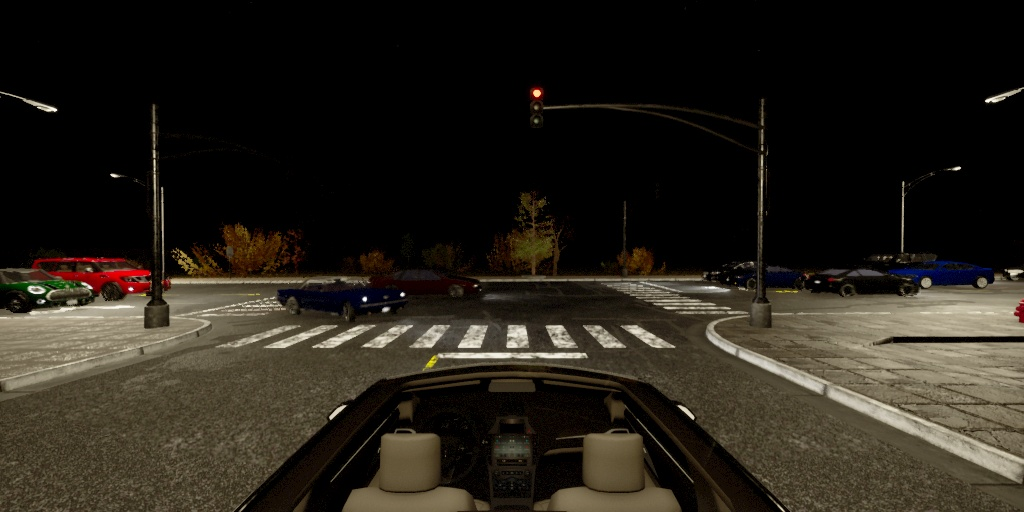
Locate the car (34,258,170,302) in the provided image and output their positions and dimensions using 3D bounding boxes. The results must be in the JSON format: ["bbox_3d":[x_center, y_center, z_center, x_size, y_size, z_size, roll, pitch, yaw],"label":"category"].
[{"bbox_3d":[-20.244,1.112,17.605,5.566,2.045,2.150,0,1,0],"label":"car"}]

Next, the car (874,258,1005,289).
[{"bbox_3d":[24.483,1.040,20.693,5.008,1.535,1.882,0,1,0],"label":"car"}]

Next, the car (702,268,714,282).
[{"bbox_3d":[15.379,1.068,24.017,4.902,1.511,2.128,0,1,0],"label":"car"}]

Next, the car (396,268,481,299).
[{"bbox_3d":[-4.222,1.285,17.495,5.357,1.411,2.033,0,0,1],"label":"car"}]

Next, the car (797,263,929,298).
[{"bbox_3d":[16.761,1.217,17.306,4.181,1.385,1.994,0,1,0],"label":"car"}]

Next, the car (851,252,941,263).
[{"bbox_3d":[25.405,0.737,23.932,5.566,2.045,2.150,0,1,1],"label":"car"}]

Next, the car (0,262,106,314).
[{"bbox_3d":[-19.825,1.281,14.351,4.553,1.767,2.097,0,1,0],"label":"car"}]

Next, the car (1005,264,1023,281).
[{"bbox_3d":[35.886,0.946,23.838,4.902,1.511,2.128,0,1,1],"label":"car"}]

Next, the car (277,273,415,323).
[{"bbox_3d":[-5.786,1.354,12.178,4.718,1.301,1.895,0,0,30],"label":"car"}]

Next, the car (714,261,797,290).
[{"bbox_3d":[14.497,1.187,20.775,4.181,1.385,1.994,0,1,0],"label":"car"}]
